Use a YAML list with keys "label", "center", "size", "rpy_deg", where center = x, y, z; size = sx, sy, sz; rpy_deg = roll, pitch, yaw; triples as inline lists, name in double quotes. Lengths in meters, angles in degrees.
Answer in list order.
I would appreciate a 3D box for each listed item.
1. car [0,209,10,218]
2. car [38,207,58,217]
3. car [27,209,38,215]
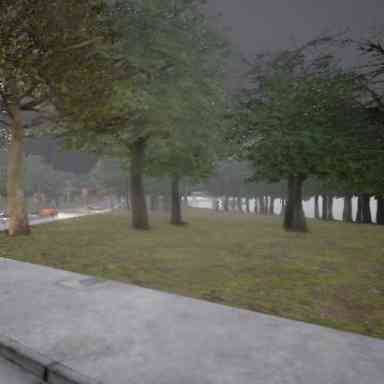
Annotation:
- label: "car"
  center: [-31.666, 3.612, 57.293]
  size: [2.128, 1.511, 4.902]
  rpy_deg: [0, -2, -9]
- label: "car"
  center: [-25.476, 3.482, 59.692]
  size: [2.097, 1.767, 4.553]
  rpy_deg: [0, -2, -10]
- label: "car"
  center: [-34.146, 4.318, 71.999]
  size: [2.033, 1.411, 5.357]
  rpy_deg: [0, -3, -10]
